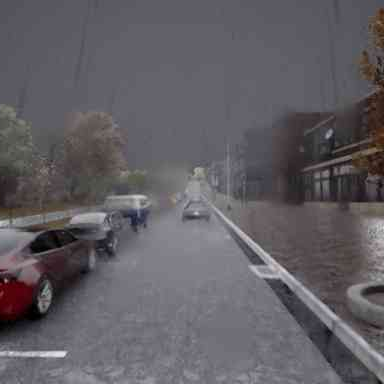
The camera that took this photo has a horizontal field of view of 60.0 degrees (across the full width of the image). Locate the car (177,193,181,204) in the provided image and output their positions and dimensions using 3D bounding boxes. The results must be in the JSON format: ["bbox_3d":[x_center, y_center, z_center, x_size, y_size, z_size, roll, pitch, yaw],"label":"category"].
[{"bbox_3d":[-3.197,1.231,46.120,2.097,1.535,5.008,0,1,3],"label":"car"}]

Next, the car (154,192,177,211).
[{"bbox_3d":[-3.301,1.059,36.235,2.435,2.045,5.566,0,0,1],"label":"car"}]

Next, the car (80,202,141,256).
[{"bbox_3d":[-3.546,1.405,12.837,2.231,1.521,4.892,0,1,-1],"label":"car"}]

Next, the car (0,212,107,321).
[{"bbox_3d":[-3.604,1.465,7.326,2.163,1.488,4.792,0,1,-1],"label":"car"}]

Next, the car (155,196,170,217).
[{"bbox_3d":[-3.371,1.373,29.492,2.002,1.452,4.674,0,0,1],"label":"car"}]

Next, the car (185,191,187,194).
[{"bbox_3d":[-2.908,1.137,73.856,2.231,1.521,4.892,0,0,3],"label":"car"}]

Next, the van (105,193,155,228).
[{"bbox_3d":[-3.481,1.169,18.520,1.878,1.987,4.442,0,0,3],"label":"van"}]

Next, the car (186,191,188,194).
[{"bbox_3d":[-2.850,1.093,79.397,2.097,1.535,5.008,0,0,3],"label":"car"}]

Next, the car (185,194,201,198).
[{"bbox_3d":[0.508,1.312,41.671,2.033,1.411,5.357,0,0,1],"label":"car"}]

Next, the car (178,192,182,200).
[{"bbox_3d":[-3.139,1.218,51.667,2.097,1.535,5.008,0,0,3],"label":"car"}]

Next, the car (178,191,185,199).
[{"bbox_3d":[-3.025,1.171,61.919,1.946,1.575,5.366,0,0,3],"label":"car"}]

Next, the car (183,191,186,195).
[{"bbox_3d":[-2.966,1.160,68.301,2.097,1.535,5.008,0,1,3],"label":"car"}]

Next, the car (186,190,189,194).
[{"bbox_3d":[-2.756,0.776,88.348,2.435,2.045,5.566,0,0,3],"label":"car"}]

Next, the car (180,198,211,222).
[{"bbox_3d":[0.332,1.418,24.616,1.994,1.385,4.181,0,0,1],"label":"car"}]
